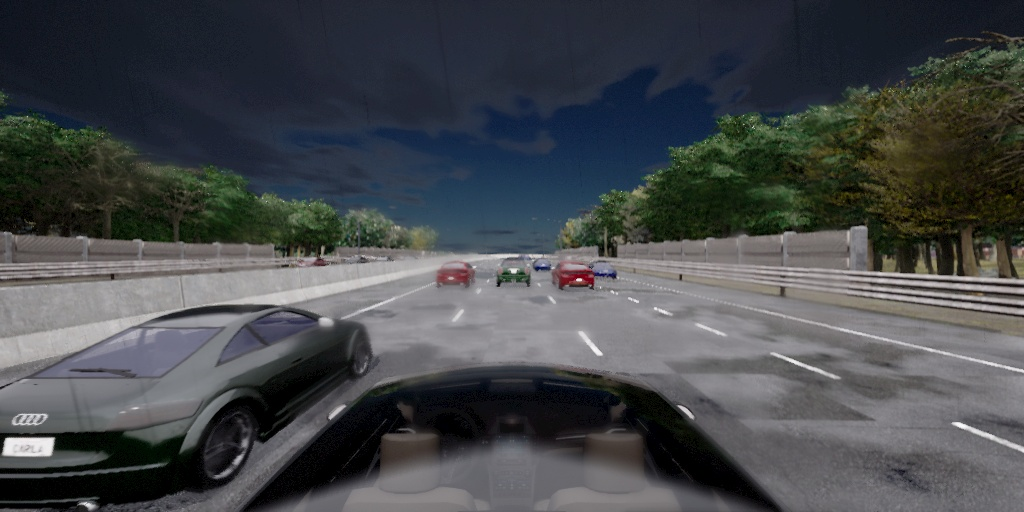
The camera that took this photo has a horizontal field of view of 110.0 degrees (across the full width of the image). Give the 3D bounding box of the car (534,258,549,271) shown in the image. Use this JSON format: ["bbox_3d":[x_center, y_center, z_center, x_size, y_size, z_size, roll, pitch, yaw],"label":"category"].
[{"bbox_3d":[3.515,0.965,42.117,1.994,1.385,4.181,0,1,0],"label":"car"}]

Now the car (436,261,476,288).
[{"bbox_3d":[-3.392,1.078,22.400,1.882,1.535,5.008,0,1,0],"label":"car"}]

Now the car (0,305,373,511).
[{"bbox_3d":[-3.398,1.300,4.530,1.994,1.385,4.181,0,0,0],"label":"car"}]

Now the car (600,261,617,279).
[{"bbox_3d":[7.114,1.103,29.316,1.994,1.385,4.181,0,1,0],"label":"car"}]

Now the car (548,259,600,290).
[{"bbox_3d":[3.508,1.090,21.155,1.882,1.535,5.008,0,1,0],"label":"car"}]

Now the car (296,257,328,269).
[{"bbox_3d":[-24.577,0.899,44.284,1.812,1.442,4.674,0,1,0],"label":"car"}]

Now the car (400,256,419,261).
[{"bbox_3d":[-14.074,0.791,49.155,1.882,1.535,5.008,0,1,0],"label":"car"}]

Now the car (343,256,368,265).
[{"bbox_3d":[-21.071,0.825,48.585,1.837,1.490,4.892,0,1,0],"label":"car"}]

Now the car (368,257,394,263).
[{"bbox_3d":[-17.573,0.839,49.138,1.812,1.442,4.674,0,1,0],"label":"car"}]

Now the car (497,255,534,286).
[{"bbox_3d":[0.108,0.942,23.590,2.097,1.767,4.553,0,0,0],"label":"car"}]

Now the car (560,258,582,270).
[{"bbox_3d":[7.111,0.982,43.716,1.895,1.301,4.718,0,1,0],"label":"car"}]
